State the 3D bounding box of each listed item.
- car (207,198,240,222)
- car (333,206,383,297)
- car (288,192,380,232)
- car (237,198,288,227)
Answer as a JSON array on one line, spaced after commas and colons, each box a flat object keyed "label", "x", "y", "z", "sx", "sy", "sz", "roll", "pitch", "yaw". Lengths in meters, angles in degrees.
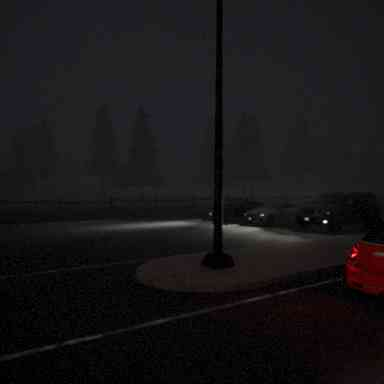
[{"label": "car", "x": 3.345, "y": 1.216, "z": 23.843, "sx": 4.902, "sy": 1.511, "sz": 2.128, "roll": 0, "pitch": 1, "yaw": -32}, {"label": "car", "x": 5.377, "y": 1.288, "z": 7.079, "sx": 4.553, "sy": 1.767, "sz": 2.097, "roll": 0, "pitch": 1, "yaw": -33}, {"label": "car", "x": 8.281, "y": 1.031, "z": 18.683, "sx": 5.566, "sy": 2.045, "sz": 2.150, "roll": 0, "pitch": 1, "yaw": -32}, {"label": "car", "x": 5.401, "y": 1.294, "z": 20.991, "sx": 4.674, "sy": 1.442, "sz": 1.812, "roll": 0, "pitch": 1, "yaw": -33}]
